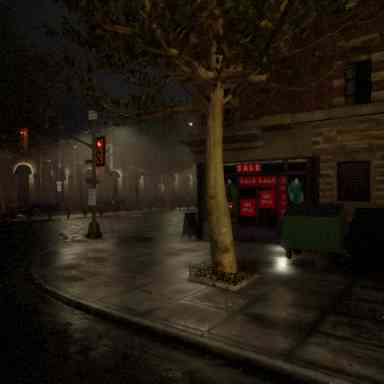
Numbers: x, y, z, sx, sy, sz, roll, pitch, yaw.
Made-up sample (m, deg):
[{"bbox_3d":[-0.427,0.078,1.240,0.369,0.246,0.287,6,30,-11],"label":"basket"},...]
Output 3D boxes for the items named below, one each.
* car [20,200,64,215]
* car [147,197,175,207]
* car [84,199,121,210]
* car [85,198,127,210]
[{"bbox_3d":[-15.664,1.564,34.784,1.994,1.385,4.181,0,0,36],"label":"car"},{"bbox_3d":[-4.568,1.478,50.038,1.882,1.535,5.008,0,0,36],"label":"car"},{"bbox_3d":[-12.075,1.595,45.081,1.895,1.301,4.718,0,0,36],"label":"car"},{"bbox_3d":[-10.458,1.492,41.949,2.128,1.511,4.902,0,0,36],"label":"car"}]
